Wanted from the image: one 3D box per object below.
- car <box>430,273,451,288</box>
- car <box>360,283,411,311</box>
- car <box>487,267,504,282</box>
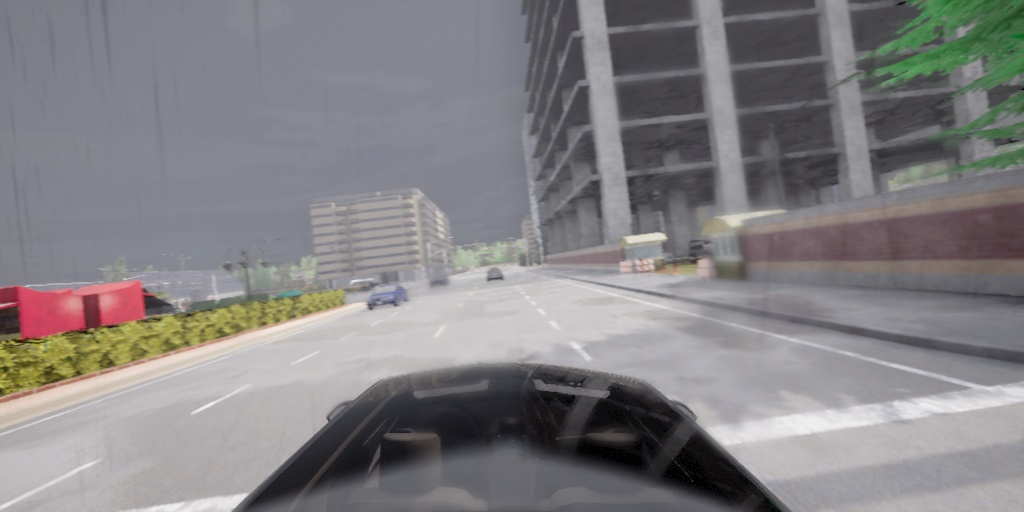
[{"bbox_3d":[-9.217,3.005,45.952,2.097,1.767,4.553,-7,-1,-3],"label":"car"},{"bbox_3d":[-8.273,2.668,24.272,1.812,1.442,4.674,-7,-1,-3],"label":"car"},{"bbox_3d":[-2.043,2.294,43.076,1.994,1.385,4.181,-7,-1,-2],"label":"car"}]
